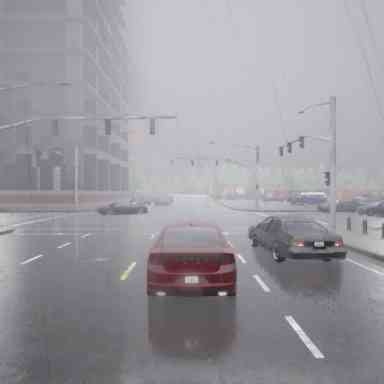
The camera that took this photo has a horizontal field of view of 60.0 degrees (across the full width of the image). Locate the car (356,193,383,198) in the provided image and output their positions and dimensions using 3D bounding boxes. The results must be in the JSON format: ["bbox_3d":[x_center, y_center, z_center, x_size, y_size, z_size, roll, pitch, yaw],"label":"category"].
[{"bbox_3d":[39.038,1.209,72.549,4.605,1.855,1.932,0,0,-1],"label":"car"}]

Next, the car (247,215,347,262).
[{"bbox_3d":[3.477,1.547,12.076,2.033,1.411,5.357,0,0,-4],"label":"car"}]

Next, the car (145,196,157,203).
[{"bbox_3d":[-8.294,1.564,68.076,1.994,1.385,4.181,0,0,-1],"label":"car"}]

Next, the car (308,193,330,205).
[{"bbox_3d":[24.118,1.451,61.297,3.806,1.475,1.970,0,0,-1],"label":"car"}]

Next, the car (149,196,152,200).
[{"bbox_3d":[-8.208,1.352,58.114,2.097,1.767,4.553,0,0,-1],"label":"car"}]

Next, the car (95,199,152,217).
[{"bbox_3d":[-6.554,1.627,31.134,4.718,1.301,1.895,0,0,-25],"label":"car"}]

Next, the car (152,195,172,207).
[{"bbox_3d":[-4.611,1.477,51.209,1.882,1.535,5.008,0,0,-1],"label":"car"}]

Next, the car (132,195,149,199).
[{"bbox_3d":[-8.080,1.491,48.901,2.128,1.511,4.902,0,0,-1],"label":"car"}]

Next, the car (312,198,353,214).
[{"bbox_3d":[16.281,1.603,35.773,5.357,1.411,2.033,0,0,-1],"label":"car"}]

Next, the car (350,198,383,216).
[{"bbox_3d":[18.386,1.581,32.277,4.674,1.442,1.812,0,0,-1],"label":"car"}]

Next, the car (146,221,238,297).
[{"bbox_3d":[-0.012,1.478,8.640,1.882,1.535,5.008,0,0,0],"label":"car"}]

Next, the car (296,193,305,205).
[{"bbox_3d":[24.022,1.209,66.875,4.605,1.855,1.932,0,0,-1],"label":"car"}]

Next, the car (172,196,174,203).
[{"bbox_3d":[-4.743,1.547,61.166,2.033,1.411,5.357,0,0,0],"label":"car"}]

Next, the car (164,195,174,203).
[{"bbox_3d":[-4.830,1.500,71.286,1.837,1.490,4.892,0,0,-1],"label":"car"}]

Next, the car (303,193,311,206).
[{"bbox_3d":[24.095,1.419,64.192,3.905,1.438,1.784,0,0,-1],"label":"car"}]
